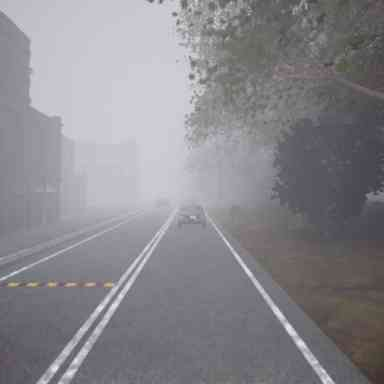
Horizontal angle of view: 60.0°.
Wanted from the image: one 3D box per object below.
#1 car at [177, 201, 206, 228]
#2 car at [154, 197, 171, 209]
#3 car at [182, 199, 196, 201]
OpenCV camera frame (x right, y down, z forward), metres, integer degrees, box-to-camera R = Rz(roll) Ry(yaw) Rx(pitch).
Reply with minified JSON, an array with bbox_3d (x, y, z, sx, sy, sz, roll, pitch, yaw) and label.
[{"bbox_3d":[-0.024,1.550,22.288,2.033,1.411,5.357,0,0,0],"label":"car"},{"bbox_3d":[-3.686,1.330,42.588,1.994,1.385,4.181,0,0,-1],"label":"car"},{"bbox_3d":[-0.354,1.536,42.817,1.994,1.385,4.181,0,0,-1],"label":"car"}]
